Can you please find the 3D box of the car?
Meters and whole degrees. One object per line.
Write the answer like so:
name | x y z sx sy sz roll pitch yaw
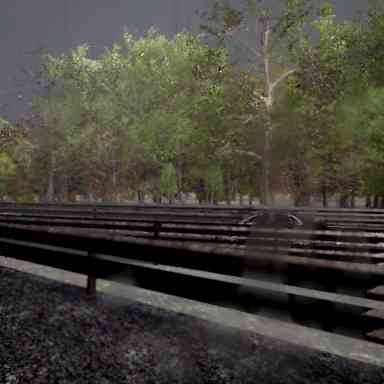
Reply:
car | 3.217 1.558 14.215 4.892 1.490 1.837 0 0 22
